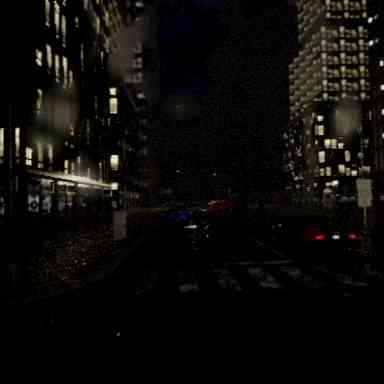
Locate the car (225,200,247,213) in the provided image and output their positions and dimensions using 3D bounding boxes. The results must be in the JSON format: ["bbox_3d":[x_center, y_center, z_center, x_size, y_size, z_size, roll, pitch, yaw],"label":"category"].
[{"bbox_3d":[6.602,2.058,48.065,2.192,1.841,5.009,-1,-1,-2],"label":"car"}]

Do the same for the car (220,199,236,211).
[{"bbox_3d":[6.292,2.266,59.138,2.192,1.841,5.009,-1,-1,-2],"label":"car"}]

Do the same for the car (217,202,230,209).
[{"bbox_3d":[6.142,2.621,64.669,1.947,1.339,4.313,-1,-1,-2],"label":"car"}]

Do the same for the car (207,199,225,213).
[{"bbox_3d":[3.920,2.340,51.172,1.882,1.535,5.008,-1,-1,-2],"label":"car"}]

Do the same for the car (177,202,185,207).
[{"bbox_3d":[-2.853,3.242,86.575,1.802,1.307,4.206,-1,-1,-2],"label":"car"}]

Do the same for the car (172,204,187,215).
[{"bbox_3d":[-1.768,2.499,47.822,1.947,1.339,4.313,-1,-1,-2],"label":"car"}]

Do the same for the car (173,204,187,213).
[{"bbox_3d":[-1.924,2.588,53.357,2.008,1.369,4.403,-1,-1,-2],"label":"car"}]

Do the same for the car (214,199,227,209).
[{"bbox_3d":[5.982,2.474,70.210,2.192,1.841,5.009,-1,-1,-2],"label":"car"}]

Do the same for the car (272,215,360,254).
[{"bbox_3d":[5.039,1.712,14.378,2.033,1.411,5.357,-1,-1,-3],"label":"car"}]

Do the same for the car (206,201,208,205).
[{"bbox_3d":[5.515,2.998,86.984,1.752,1.417,4.829,-1,-1,-2],"label":"car"}]

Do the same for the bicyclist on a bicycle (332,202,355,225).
[{"bbox_3d":[10.254,1.494,22.597,1.656,1.620,0.582,-2,-1,-2],"label":"bicyclist on a bicycle"}]

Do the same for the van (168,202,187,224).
[{"bbox_3d":[-1.307,1.961,31.217,1.690,1.788,3.998,-1,-1,-2],"label":"van"}]

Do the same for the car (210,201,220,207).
[{"bbox_3d":[5.676,2.917,81.278,2.008,1.369,4.403,-1,-1,-2],"label":"car"}]

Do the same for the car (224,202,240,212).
[{"bbox_3d":[6.451,2.392,53.597,1.887,1.381,4.507,-1,-1,-2],"label":"car"}]
